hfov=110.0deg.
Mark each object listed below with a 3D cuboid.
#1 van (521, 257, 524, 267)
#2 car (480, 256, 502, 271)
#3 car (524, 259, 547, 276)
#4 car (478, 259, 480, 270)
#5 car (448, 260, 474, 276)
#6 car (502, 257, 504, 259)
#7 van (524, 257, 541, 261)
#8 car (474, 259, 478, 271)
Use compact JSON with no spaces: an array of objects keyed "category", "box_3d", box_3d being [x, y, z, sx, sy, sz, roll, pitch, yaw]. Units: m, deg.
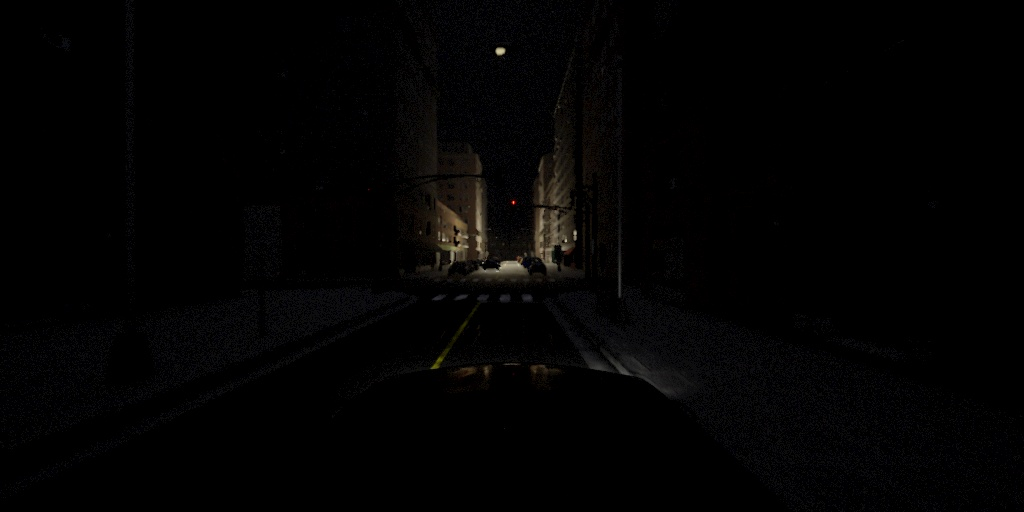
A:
[{"category":"van","box_3d":[2.616,1.017,54.025,1.690,1.789,3.998,0,0,0]},{"category":"car","box_3d":[-2.770,1.005,48.465,2.097,1.767,4.553,0,0,0]},{"category":"car","box_3d":[2.623,1.254,36.978,2.007,1.370,4.403,0,0,0]},{"category":"car","box_3d":[-5.407,1.251,48.339,1.948,1.339,4.313,0,0,0]},{"category":"car","box_3d":[-5.402,1.269,36.974,1.948,1.339,4.313,0,0,0]},{"category":"car","box_3d":[-2.775,1.153,60.630,1.882,1.535,5.008,0,0,0]},{"category":"van","box_3d":[2.621,1.035,42.660,1.690,1.789,3.998,0,0,0]},{"category":"car","box_3d":[-5.405,1.277,42.657,1.802,1.307,4.207,0,0,0]}]
